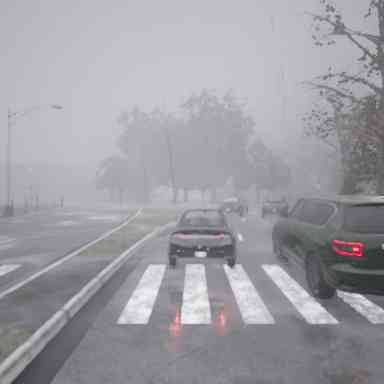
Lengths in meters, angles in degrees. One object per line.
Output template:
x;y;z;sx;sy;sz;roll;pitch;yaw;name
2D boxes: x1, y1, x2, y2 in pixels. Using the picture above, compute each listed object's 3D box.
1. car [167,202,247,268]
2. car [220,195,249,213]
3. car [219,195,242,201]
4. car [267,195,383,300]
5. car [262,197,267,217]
0.398;1.282;10.577;2.128;1.511;4.902;0;1;4;car
3.309;1.065;26.175;1.812;1.442;4.674;0;0;17;car
8.984;1.362;77.324;5.008;1.535;1.882;0;-1;26;car
3.523;1.061;8.081;2.150;2.045;5.566;0;1;2;car
6.304;1.024;24.905;2.128;1.511;4.902;0;1;17;car
